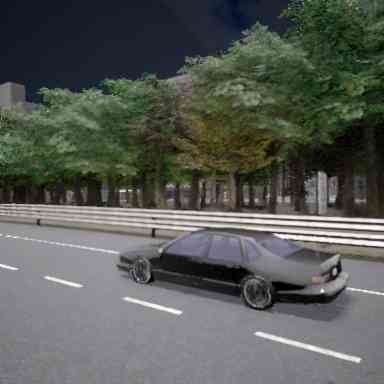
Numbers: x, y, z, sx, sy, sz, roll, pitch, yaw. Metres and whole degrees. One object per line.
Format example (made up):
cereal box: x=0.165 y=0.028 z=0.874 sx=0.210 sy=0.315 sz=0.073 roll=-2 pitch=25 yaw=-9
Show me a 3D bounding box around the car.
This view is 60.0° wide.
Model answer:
car: x=0.644 y=1.548 z=7.731 sx=5.357 sy=1.411 sz=2.033 roll=0 pitch=0 yaw=36
